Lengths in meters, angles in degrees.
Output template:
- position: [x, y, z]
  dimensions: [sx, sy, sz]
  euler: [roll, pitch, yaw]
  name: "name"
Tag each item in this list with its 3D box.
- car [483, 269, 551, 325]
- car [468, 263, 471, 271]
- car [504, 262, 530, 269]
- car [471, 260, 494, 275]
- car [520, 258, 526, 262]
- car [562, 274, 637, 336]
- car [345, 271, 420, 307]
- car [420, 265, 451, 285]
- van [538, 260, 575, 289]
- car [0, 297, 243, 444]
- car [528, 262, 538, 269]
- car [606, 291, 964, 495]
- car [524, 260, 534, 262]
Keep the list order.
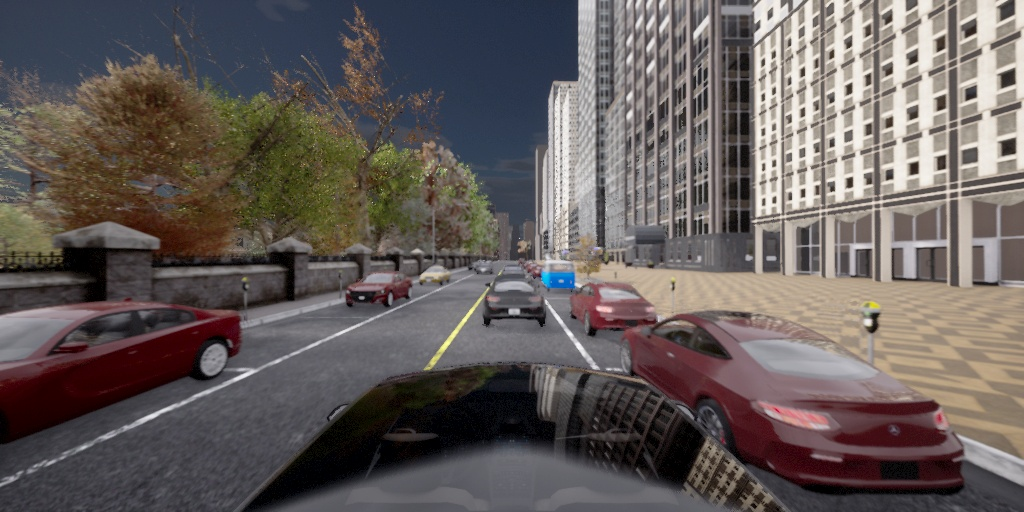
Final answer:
- position: [0.073, 1.312, 11.791]
  dimensions: [1.812, 1.442, 4.674]
  euler: [0, 0, 0]
  name: "car"
- position: [-5.695, 1.538, 55.247]
  dimensions: [1.948, 1.339, 4.313]
  euler: [0, 0, 0]
  name: "car"
- position: [0.082, 1.402, 28.520]
  dimensions: [2.033, 1.411, 5.357]
  euler: [0, 0, 0]
  name: "car"
- position: [-3.097, 1.402, 41.231]
  dimensions: [2.128, 1.511, 4.902]
  euler: [0, 0, 0]
  name: "car"
- position: [2.685, 1.412, 55.248]
  dimensions: [1.967, 1.591, 4.097]
  euler: [0, 0, 0]
  name: "car"
- position: [2.689, 1.363, 10.191]
  dimensions: [1.802, 1.307, 4.207]
  euler: [0, 0, 0]
  name: "car"
- position: [-5.693, 1.347, 15.822]
  dimensions: [1.888, 1.381, 4.507]
  euler: [0, 0, 0]
  name: "car"
- position: [-5.693, 1.373, 26.917]
  dimensions: [1.751, 1.417, 4.829]
  euler: [0, 0, 0]
  name: "car"
- position: [2.688, 1.165, 21.456]
  dimensions: [1.690, 1.789, 3.998]
  euler: [0, 0, 0]
  name: "van"
- position: [-5.692, 1.305, 4.558]
  dimensions: [1.888, 1.381, 4.507]
  euler: [0, 0, 0]
  name: "car"
- position: [2.687, 1.454, 32.719]
  dimensions: [1.802, 1.307, 4.207]
  euler: [0, 0, 0]
  name: "car"
- position: [2.689, 1.342, 4.559]
  dimensions: [1.802, 1.307, 4.207]
  euler: [0, 0, 0]
  name: "car"
- position: [2.686, 1.504, 43.983]
  dimensions: [1.802, 1.307, 4.207]
  euler: [0, 0, 0]
  name: "car"
